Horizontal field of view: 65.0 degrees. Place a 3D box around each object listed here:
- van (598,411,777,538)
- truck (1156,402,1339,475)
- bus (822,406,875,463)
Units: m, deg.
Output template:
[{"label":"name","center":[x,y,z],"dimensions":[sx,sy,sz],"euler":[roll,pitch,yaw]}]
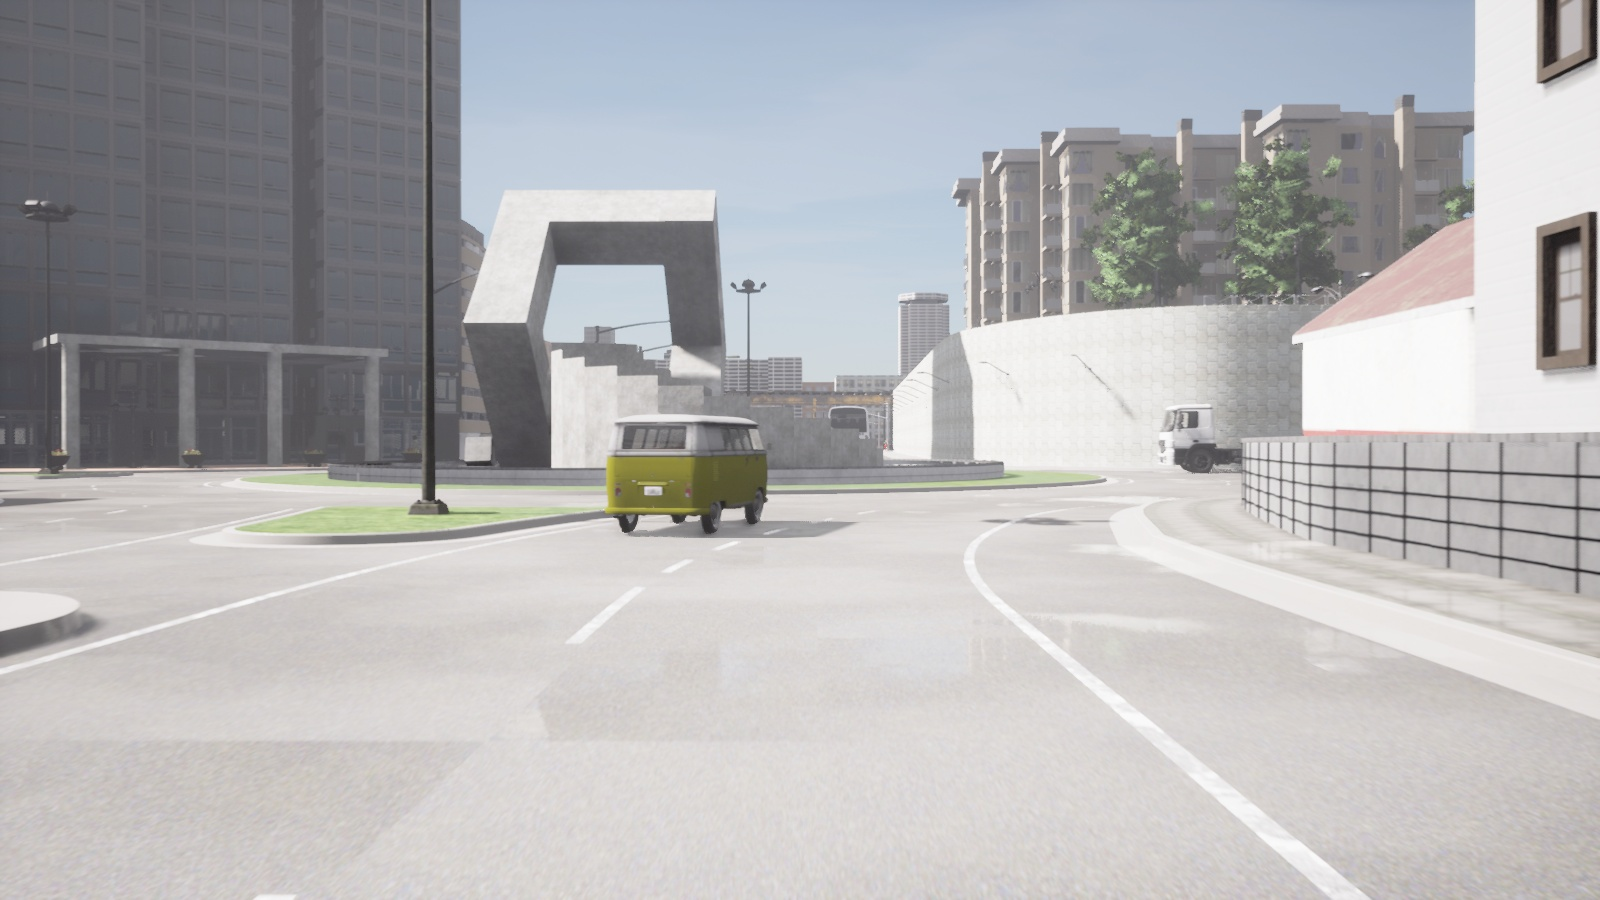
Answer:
[{"label":"van","center":[-1.832,0.373,22.028],"dimensions":[1.775,1.987,4.442],"euler":[0,0,14]},{"label":"truck","center":[21.625,-0.563,61.093],"dimensions":[7.936,3.462,2.891],"euler":[0,0,7]},{"label":"bus","center":[3.768,-1.186,99.037],"dimensions":[3.944,4.253,10.273],"euler":[0,0,2]}]
